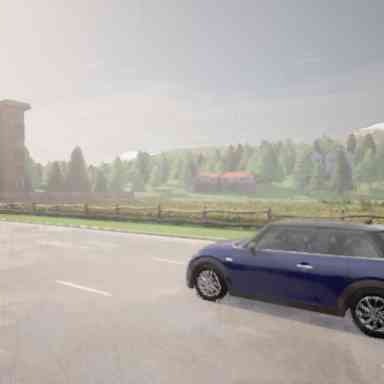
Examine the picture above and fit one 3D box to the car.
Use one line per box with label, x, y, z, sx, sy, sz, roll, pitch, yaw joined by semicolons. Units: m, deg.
car;2.066;1.342;6.817;4.553;1.767;2.097;0;0;35
